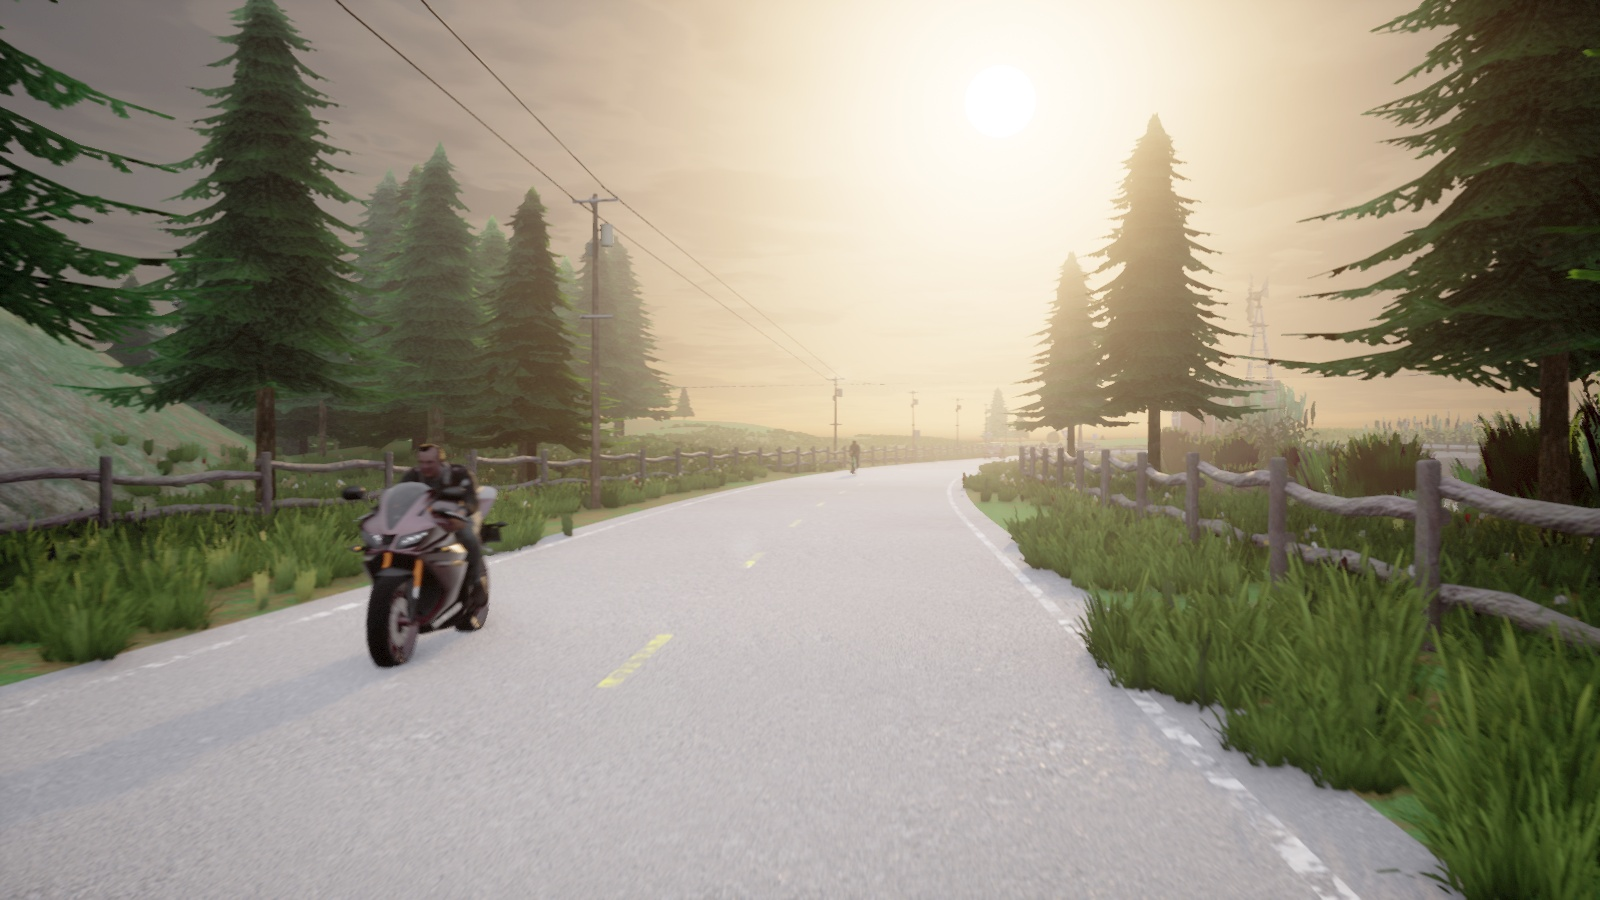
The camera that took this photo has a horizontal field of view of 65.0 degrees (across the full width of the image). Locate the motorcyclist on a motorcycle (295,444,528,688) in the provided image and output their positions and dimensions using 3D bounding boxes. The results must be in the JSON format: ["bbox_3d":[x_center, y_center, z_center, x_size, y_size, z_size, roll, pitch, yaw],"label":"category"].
[{"bbox_3d":[-2.698,0.727,9.038,0.866,1.530,2.191,0,0,4],"label":"motorcyclist on a motorcycle"}]
